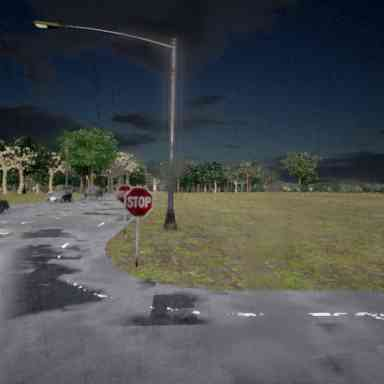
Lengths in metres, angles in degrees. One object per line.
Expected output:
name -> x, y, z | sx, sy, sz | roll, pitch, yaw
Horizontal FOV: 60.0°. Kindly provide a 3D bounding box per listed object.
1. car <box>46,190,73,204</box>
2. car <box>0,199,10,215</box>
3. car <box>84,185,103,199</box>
car -> -15.345, 0.566, 38.680 | 2.128, 1.511, 4.902 | 1, 1, -3
car -> -14.348, 0.928, 22.437 | 2.033, 1.411, 5.357 | 1, 1, -4
car -> -16.281, -0.072, 55.430 | 2.150, 2.045, 5.566 | 1, 1, -4
